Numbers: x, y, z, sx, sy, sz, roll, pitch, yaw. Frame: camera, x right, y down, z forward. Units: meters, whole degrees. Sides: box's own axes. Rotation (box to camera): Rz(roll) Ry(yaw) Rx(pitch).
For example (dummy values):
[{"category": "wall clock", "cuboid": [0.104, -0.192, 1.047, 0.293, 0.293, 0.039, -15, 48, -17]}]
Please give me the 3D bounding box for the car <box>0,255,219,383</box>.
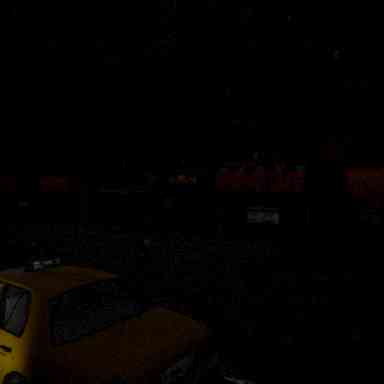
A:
[{"category": "car", "cuboid": [-2.002, 1.492, 4.240, 4.829, 1.417, 1.752, 1, 0, 36]}]
